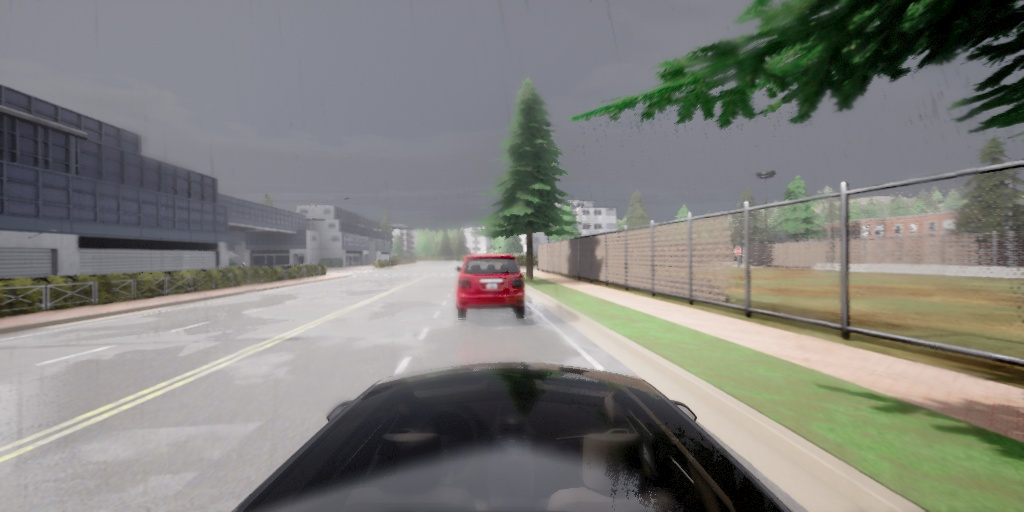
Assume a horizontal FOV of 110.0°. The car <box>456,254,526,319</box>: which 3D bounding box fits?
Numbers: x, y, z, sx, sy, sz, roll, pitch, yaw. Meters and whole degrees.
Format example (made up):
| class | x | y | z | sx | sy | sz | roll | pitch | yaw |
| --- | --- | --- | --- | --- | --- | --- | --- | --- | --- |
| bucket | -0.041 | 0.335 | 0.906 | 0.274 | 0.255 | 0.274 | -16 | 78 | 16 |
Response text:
| class | x | y | z | sx | sy | sz | roll | pitch | yaw |
| --- | --- | --- | --- | --- | --- | --- | --- | --- | --- |
| car | -0.819 | 0.964 | 12.968 | 2.150 | 2.045 | 5.566 | -1 | 0 | -5 |
